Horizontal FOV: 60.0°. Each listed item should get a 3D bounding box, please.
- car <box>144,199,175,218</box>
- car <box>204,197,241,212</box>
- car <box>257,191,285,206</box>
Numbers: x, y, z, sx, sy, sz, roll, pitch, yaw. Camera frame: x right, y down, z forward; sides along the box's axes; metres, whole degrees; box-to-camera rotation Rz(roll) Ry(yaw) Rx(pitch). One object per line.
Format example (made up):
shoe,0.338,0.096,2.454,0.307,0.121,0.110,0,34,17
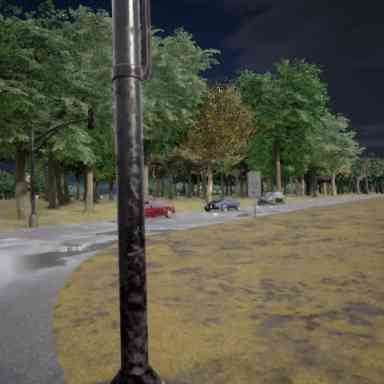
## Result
car,-3.130,1.275,24.057,1.812,1.442,4.674,-3,-1,37
car,2.960,1.154,32.057,1.994,1.385,4.181,-3,-1,37
car,9.730,0.772,40.950,2.097,1.767,4.553,-3,-1,38
